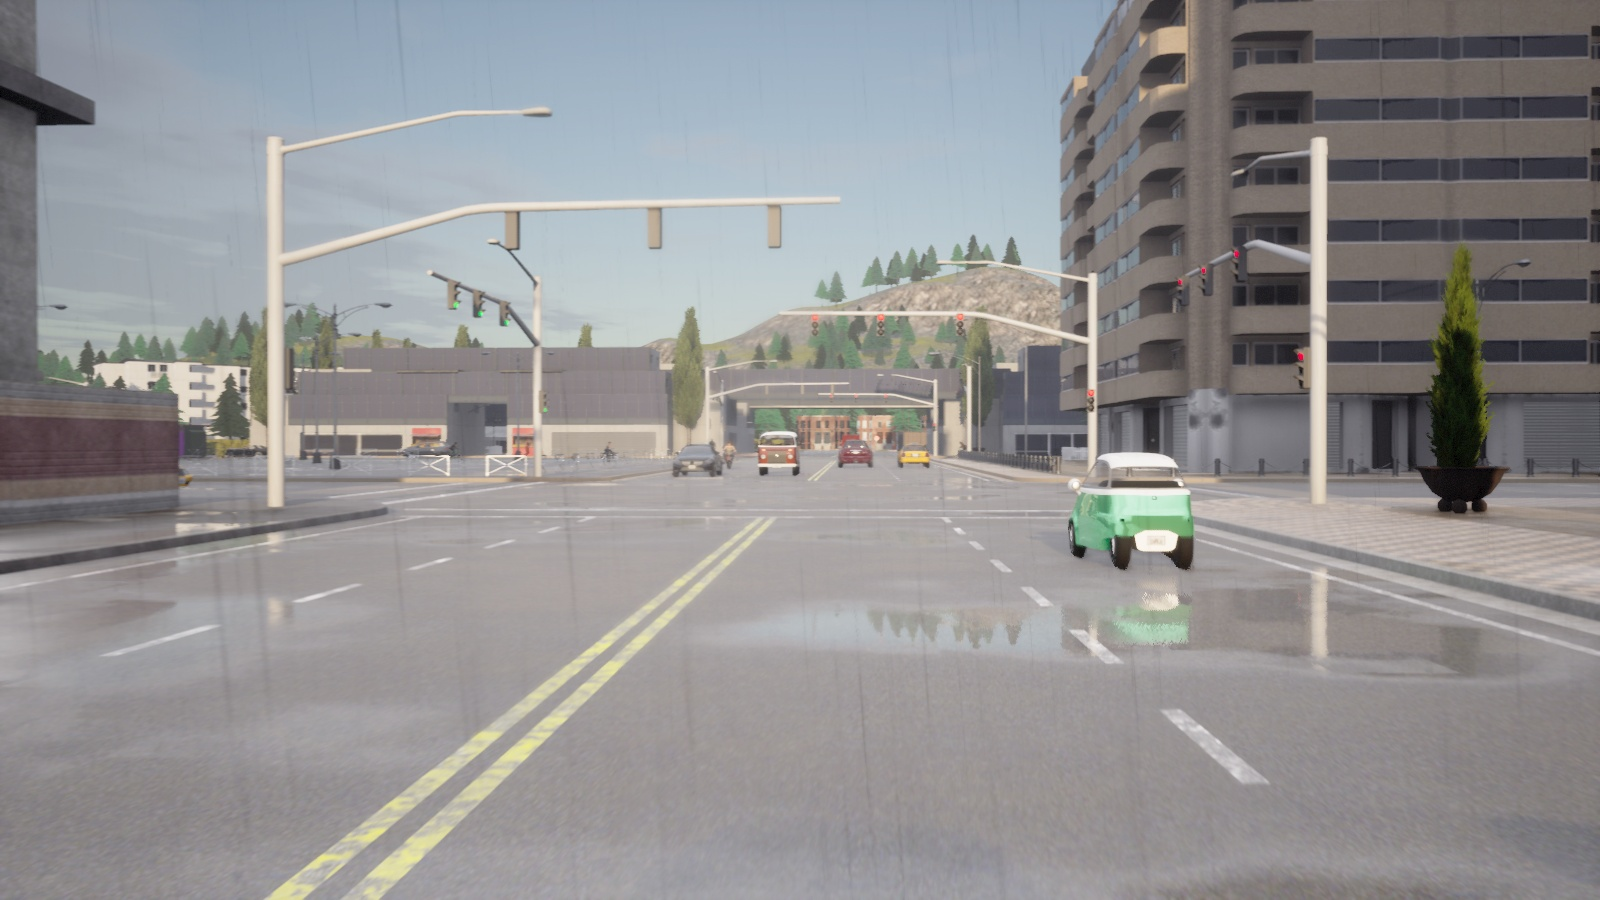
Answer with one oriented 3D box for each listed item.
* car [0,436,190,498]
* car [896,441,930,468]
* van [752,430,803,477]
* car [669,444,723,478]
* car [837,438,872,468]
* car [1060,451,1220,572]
[{"bbox_3d":[-19.075,0.420,32.875,5.366,1.575,1.801,0,0,2],"label":"car"},{"bbox_3d":[6.786,0.265,76.094,1.801,1.575,5.366,0,0,2],"label":"car"},{"bbox_3d":[-1.008,0.142,57.791,2.069,2.038,4.480,0,0,2],"label":"van"},{"bbox_3d":[-4.592,0.451,55.929,1.812,1.442,4.674,0,0,2],"label":"car"},{"bbox_3d":[3.318,0.175,76.902,2.097,1.767,4.553,0,0,2],"label":"car"},{"bbox_3d":[4.186,0.718,15.740,1.481,1.376,2.207,0,1,2],"label":"car"}]
